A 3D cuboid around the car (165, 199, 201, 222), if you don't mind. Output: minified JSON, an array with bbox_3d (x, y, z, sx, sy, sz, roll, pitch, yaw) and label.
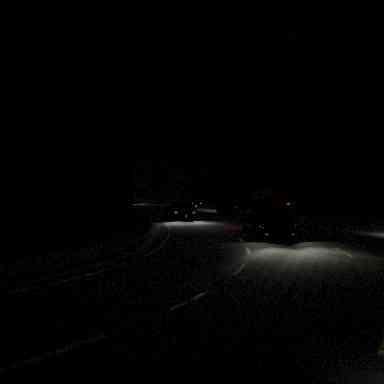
[{"bbox_3d":[-1.020,1.517,26.948,1.812,1.442,4.674,0,0,-15],"label":"car"}]

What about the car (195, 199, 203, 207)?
[{"bbox_3d":[-0.247,1.586,46.026,1.895,1.301,4.718,0,0,-21],"label":"car"}]

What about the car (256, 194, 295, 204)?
[{"bbox_3d":[8.122,1.208,33.626,2.150,2.045,5.566,0,0,-19],"label":"car"}]

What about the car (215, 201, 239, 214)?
[{"bbox_3d":[4.068,1.587,34.687,1.895,1.301,4.718,0,0,-19],"label":"car"}]

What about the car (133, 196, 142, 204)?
[{"bbox_3d":[-10.911,1.509,63.378,1.812,1.442,4.674,0,0,-21],"label":"car"}]

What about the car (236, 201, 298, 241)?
[{"bbox_3d":[3.802,1.470,16.995,1.882,1.535,5.008,0,0,-3],"label":"car"}]
